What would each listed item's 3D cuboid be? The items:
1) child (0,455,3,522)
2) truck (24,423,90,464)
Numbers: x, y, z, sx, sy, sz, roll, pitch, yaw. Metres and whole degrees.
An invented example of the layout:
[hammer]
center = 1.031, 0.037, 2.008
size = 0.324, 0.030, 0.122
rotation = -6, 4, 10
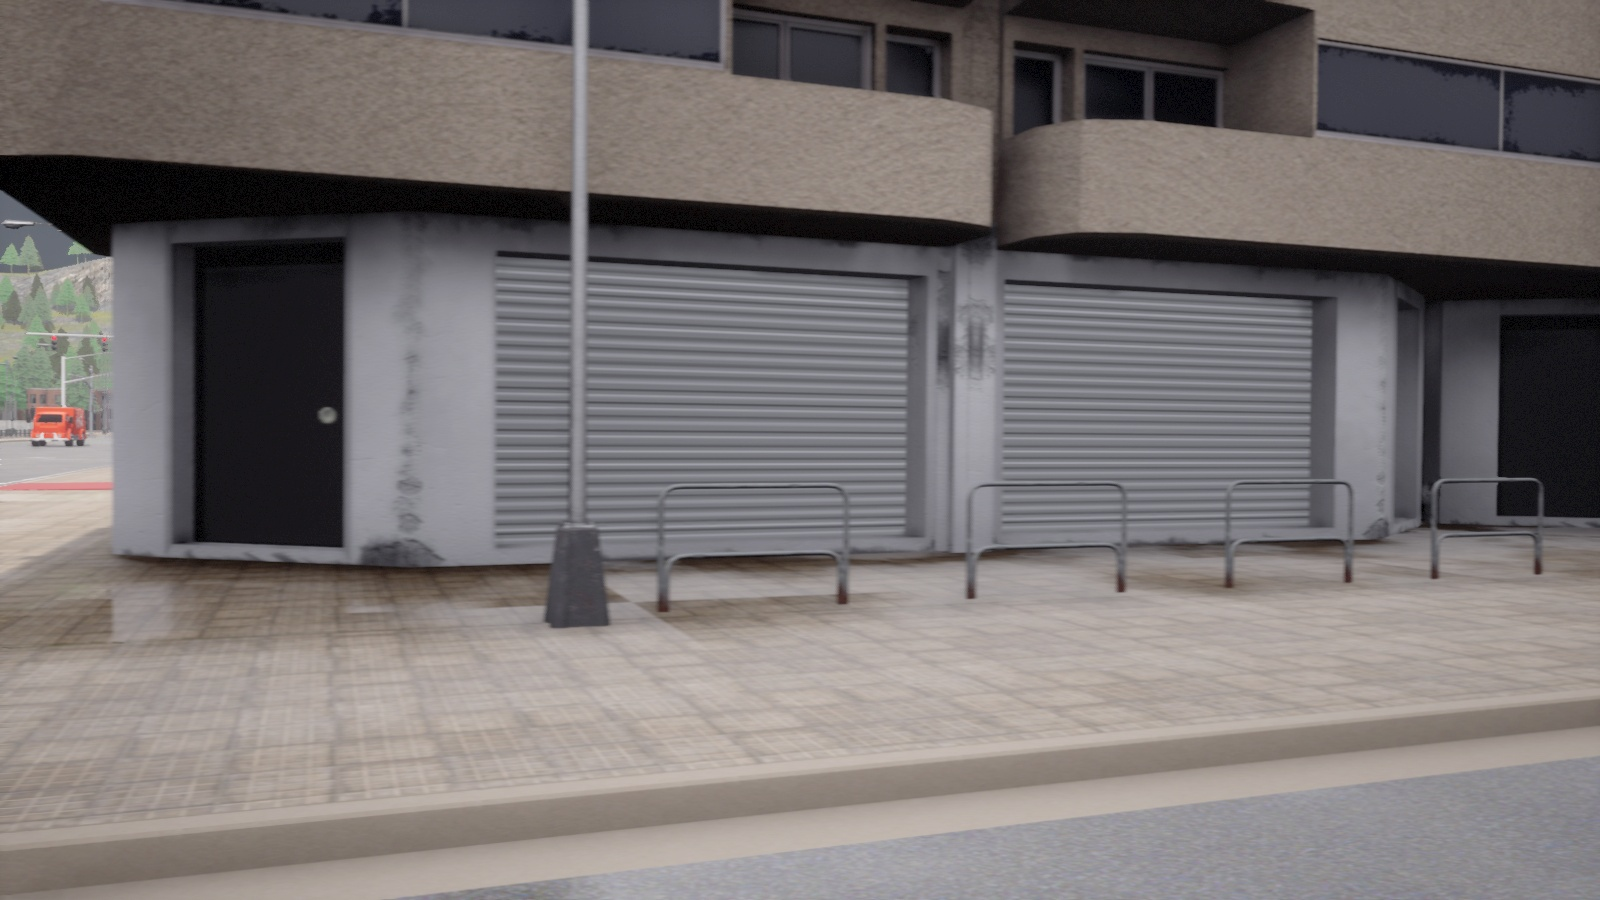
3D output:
[child]
center = -13.536, 0.649, 20.982
size = 0.255, 1.110, 0.394
rotation = -1, 1, -20
[truck]
center = -46.591, -0.447, 78.887
size = 2.627, 2.467, 5.204
rotation = -1, 1, -20
